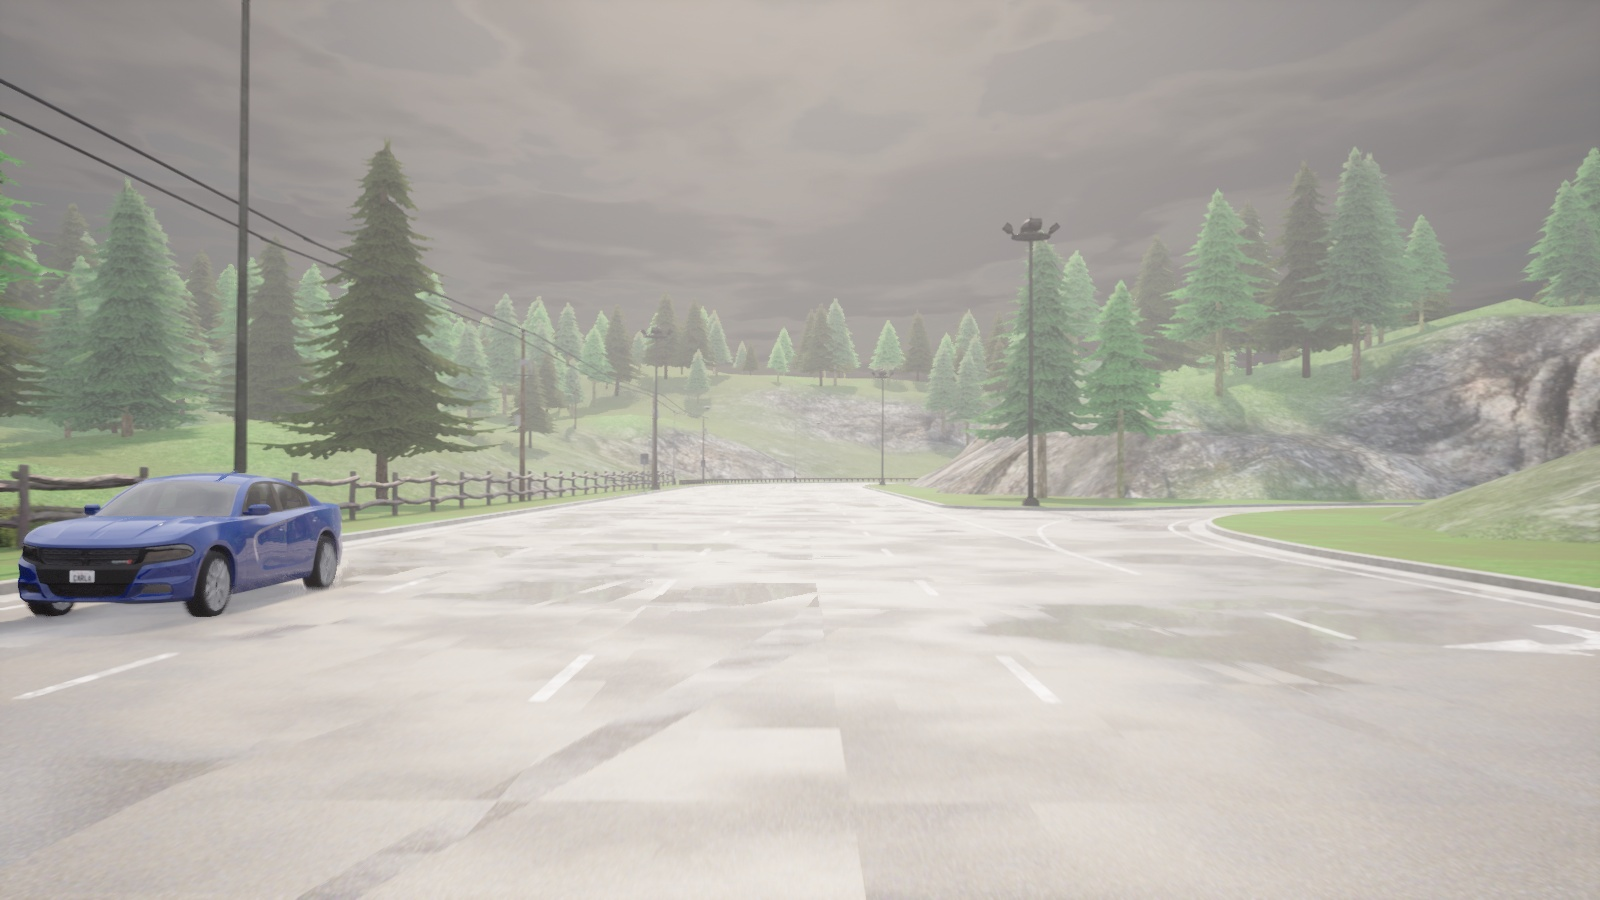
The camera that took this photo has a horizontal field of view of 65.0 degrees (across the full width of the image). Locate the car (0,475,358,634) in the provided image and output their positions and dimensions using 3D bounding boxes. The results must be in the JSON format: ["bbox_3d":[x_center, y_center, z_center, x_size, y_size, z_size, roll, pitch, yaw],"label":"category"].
[{"bbox_3d":[-7.035,1.068,14.809,1.882,1.535,5.008,0,-1,0],"label":"car"}]
